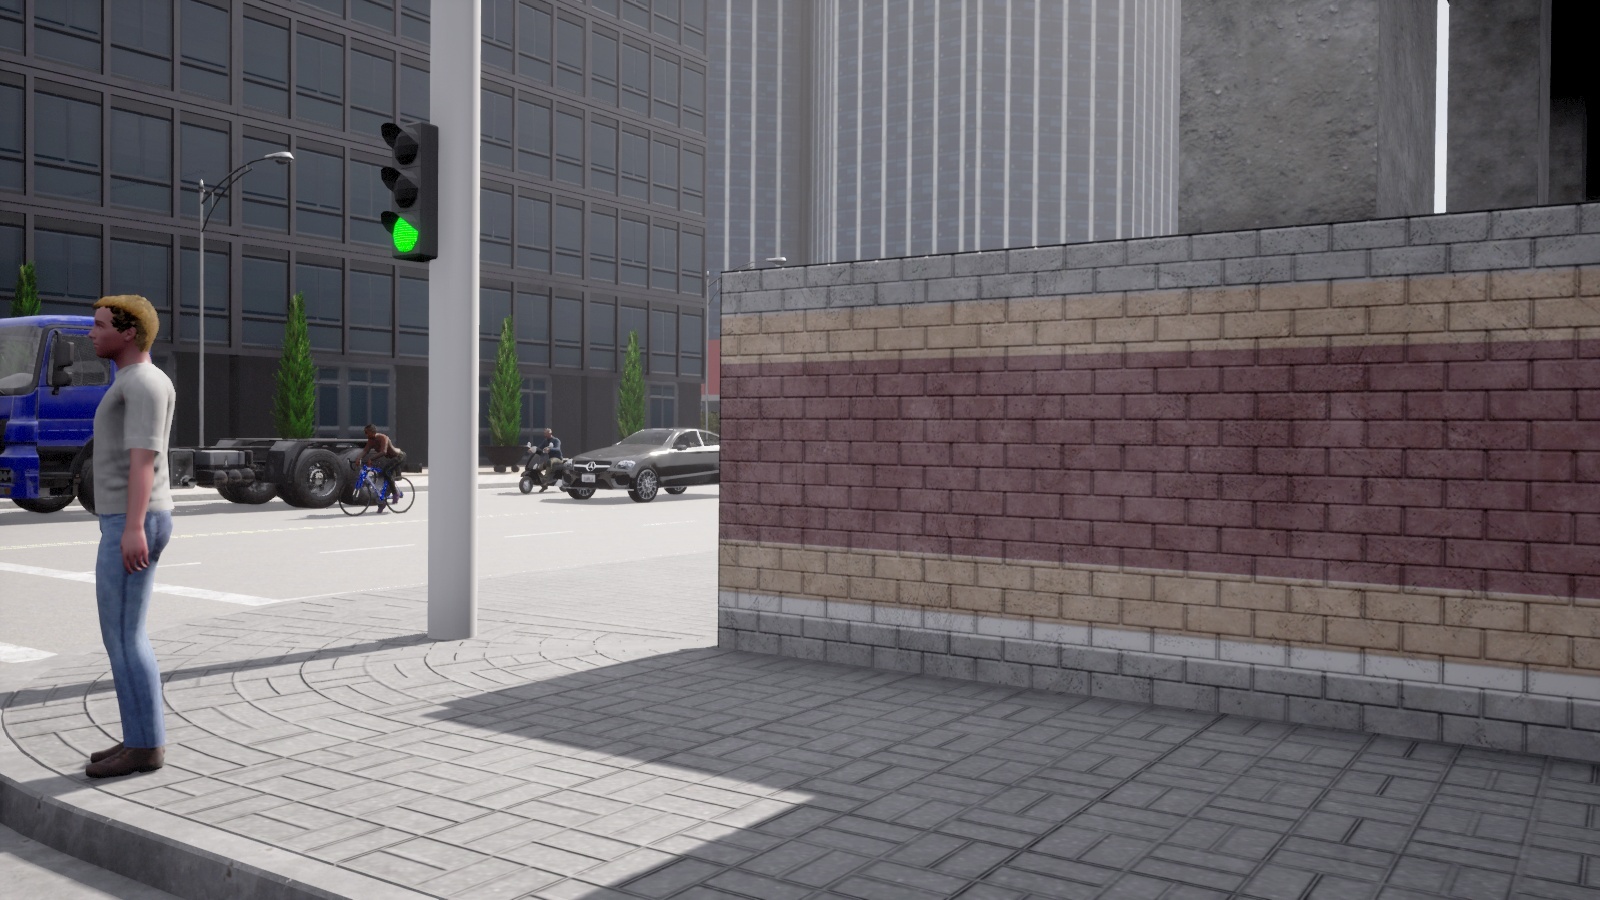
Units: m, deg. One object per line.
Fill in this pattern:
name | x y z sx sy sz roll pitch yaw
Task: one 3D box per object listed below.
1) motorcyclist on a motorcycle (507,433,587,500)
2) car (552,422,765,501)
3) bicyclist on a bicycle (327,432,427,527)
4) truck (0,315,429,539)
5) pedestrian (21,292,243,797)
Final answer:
motorcyclist on a motorcycle | -6.189 0.376 30.776 0.866 1.590 1.817 0 1 34
car | -3.141 0.197 29.035 2.152 1.651 5.027 0 1 34
bicyclist on a bicycle | -7.542 0.501 22.464 0.582 1.620 1.656 0 1 34
truck | -11.092 -0.415 23.453 2.891 3.462 7.936 0 1 34
pedestrian | -2.557 0.338 4.857 0.706 1.836 0.354 -1 1 -23
